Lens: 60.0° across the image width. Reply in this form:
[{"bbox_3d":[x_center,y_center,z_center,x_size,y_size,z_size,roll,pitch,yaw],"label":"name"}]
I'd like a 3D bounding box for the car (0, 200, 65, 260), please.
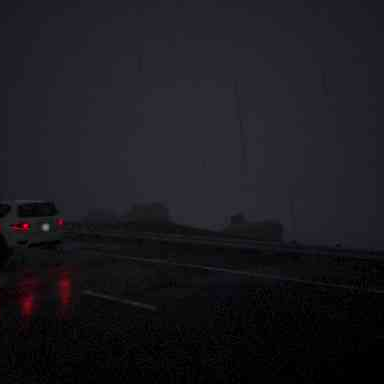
[{"bbox_3d":[-7.505,1.339,13.133,5.566,2.045,2.150,-1,-1,30],"label":"car"}]
